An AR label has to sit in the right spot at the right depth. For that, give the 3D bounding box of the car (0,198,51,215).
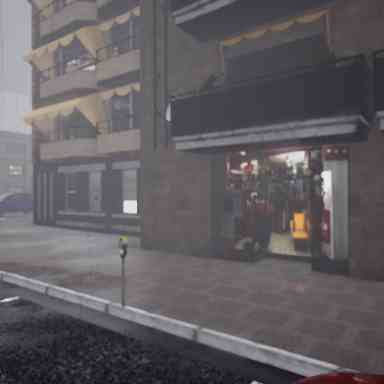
[{"bbox_3d":[-16.461,1.388,32.789,1.947,1.339,4.313,1,1,35],"label":"car"}]

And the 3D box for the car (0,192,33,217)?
[{"bbox_3d":[-15.704,1.062,29.402,2.150,2.045,5.566,0,1,36],"label":"car"}]

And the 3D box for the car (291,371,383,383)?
[{"bbox_3d":[2.266,1.581,1.262,4.206,1.307,1.802,0,0,35],"label":"car"}]
